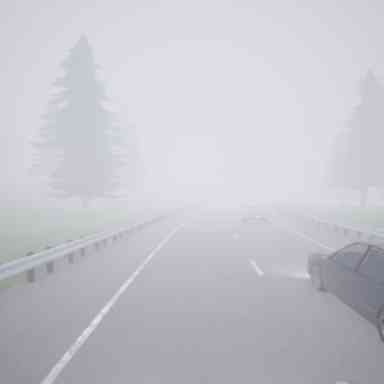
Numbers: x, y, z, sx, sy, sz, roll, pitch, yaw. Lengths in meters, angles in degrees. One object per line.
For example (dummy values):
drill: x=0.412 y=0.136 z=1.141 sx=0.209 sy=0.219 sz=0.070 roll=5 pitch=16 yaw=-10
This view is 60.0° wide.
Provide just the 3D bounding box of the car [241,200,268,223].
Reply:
car: x=5.022 y=1.647 z=27.030 sx=1.812 sy=1.442 sz=4.674 roll=0 pitch=0 yaw=5

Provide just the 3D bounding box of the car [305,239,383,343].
car: x=3.707 y=1.579 z=5.976 sx=2.033 sy=1.411 sz=5.357 roll=0 pitch=0 yaw=1
